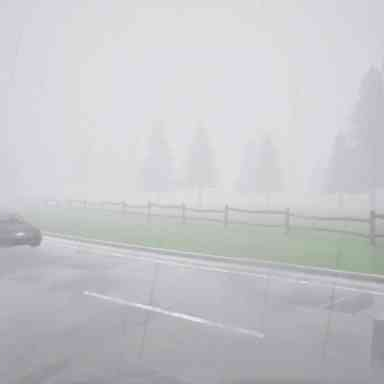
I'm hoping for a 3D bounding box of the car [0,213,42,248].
[{"bbox_3d":[-8.058,1.572,13.942,4.181,1.385,1.994,0,0,41],"label":"car"}]
